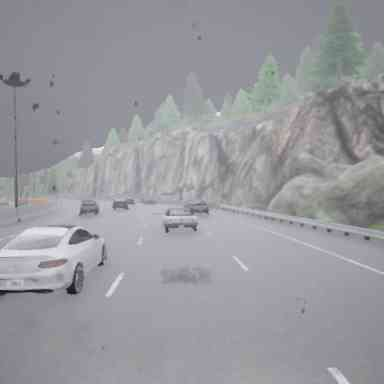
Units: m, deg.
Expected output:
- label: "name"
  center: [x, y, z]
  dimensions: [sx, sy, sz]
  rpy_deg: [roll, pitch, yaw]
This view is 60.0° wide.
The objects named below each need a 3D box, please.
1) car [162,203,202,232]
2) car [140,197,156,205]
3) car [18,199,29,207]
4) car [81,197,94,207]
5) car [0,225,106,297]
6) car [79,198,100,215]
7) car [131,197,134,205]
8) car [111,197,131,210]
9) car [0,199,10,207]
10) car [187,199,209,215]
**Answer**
- label: "car"
  center: [-0.857, 1.613, 20.506]
  dimensions: [1.895, 1.301, 4.718]
  rpy_deg: [-1, 0, -8]
- label: "car"
  center: [-8.306, 1.668, 62.198]
  dimensions: [2.033, 1.411, 5.357]
  rpy_deg: [-1, 0, -23]
- label: "car"
  center: [-29.906, 1.974, 58.802]
  dimensions: [2.033, 1.411, 5.357]
  rpy_deg: [-1, 0, -23]
- label: "car"
  center: [-19.087, 1.785, 60.513]
  dimensions: [1.837, 1.490, 4.892]
  rpy_deg: [0, 0, -24]
- label: "car"
  center: [-3.518, 1.577, 8.671]
  dimensions: [1.812, 1.442, 4.674]
  rpy_deg: [0, 0, -4]
- label: "car"
  center: [-10.986, 1.653, 35.837]
  dimensions: [2.128, 1.511, 4.902]
  rpy_deg: [-1, 0, -13]
- label: "car"
  center: [-12.070, 1.682, 61.914]
  dimensions: [1.837, 1.490, 4.892]
  rpy_deg: [0, 0, -23]
- label: "car"
  center: [-10.323, 1.628, 47.224]
  dimensions: [1.882, 1.535, 5.008]
  rpy_deg: [0, 0, -18]
- label: "car"
  center: [-36.243, 2.049, 63.961]
  dimensions: [1.812, 1.442, 4.674]
  rpy_deg: [-1, 0, -27]
- label: "car"
  center: [0.371, 1.486, 33.025]
  dimensions: [2.128, 1.511, 4.902]
  rpy_deg: [-1, 0, -11]
